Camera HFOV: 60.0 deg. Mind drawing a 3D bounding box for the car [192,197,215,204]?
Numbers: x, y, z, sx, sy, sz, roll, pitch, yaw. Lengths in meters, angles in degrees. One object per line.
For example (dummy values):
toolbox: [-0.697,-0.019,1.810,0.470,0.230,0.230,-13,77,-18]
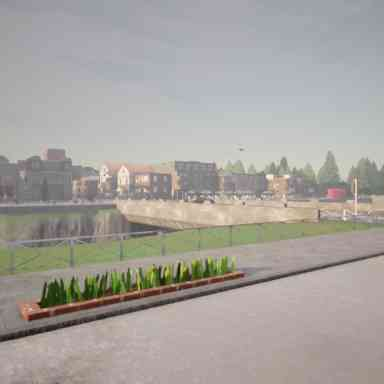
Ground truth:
car: [1.907,1.525,55.290,1.812,1.442,4.674,0,0,-35]
